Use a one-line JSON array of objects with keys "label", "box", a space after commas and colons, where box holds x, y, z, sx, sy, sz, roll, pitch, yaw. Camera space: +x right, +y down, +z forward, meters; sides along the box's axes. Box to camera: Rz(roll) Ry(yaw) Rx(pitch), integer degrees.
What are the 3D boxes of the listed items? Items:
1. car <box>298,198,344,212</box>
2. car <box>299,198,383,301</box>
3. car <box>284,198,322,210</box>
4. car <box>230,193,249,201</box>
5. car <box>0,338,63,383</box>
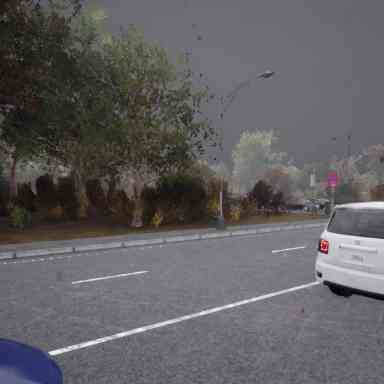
[{"label": "car", "box": [15.595, 1.491, 40.550, 2.128, 1.511, 4.902, 0, 0, -32]}, {"label": "car", "box": [5.071, 1.221, 7.369, 5.566, 2.045, 2.150, 0, 0, -35]}, {"label": "car", "box": [12.565, 1.492, 38.767, 2.128, 1.511, 4.902, 0, 0, -33]}, {"label": "car", "box": [6.974, 1.210, 47.646, 2.150, 2.045, 5.566, 0, 0, -32]}, {"label": "car", "box": [-3.051, 1.526, 1.567, 4.674, 1.442, 1.812, 0, 0, -36]}]
